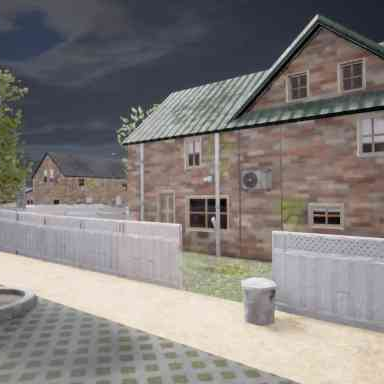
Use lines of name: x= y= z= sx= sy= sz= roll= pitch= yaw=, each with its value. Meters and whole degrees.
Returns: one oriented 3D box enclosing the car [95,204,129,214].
car: x=-7.551 y=1.900 z=30.745 sx=2.097 sy=1.767 sz=4.553 roll=-1 pitch=-2 yaw=35
